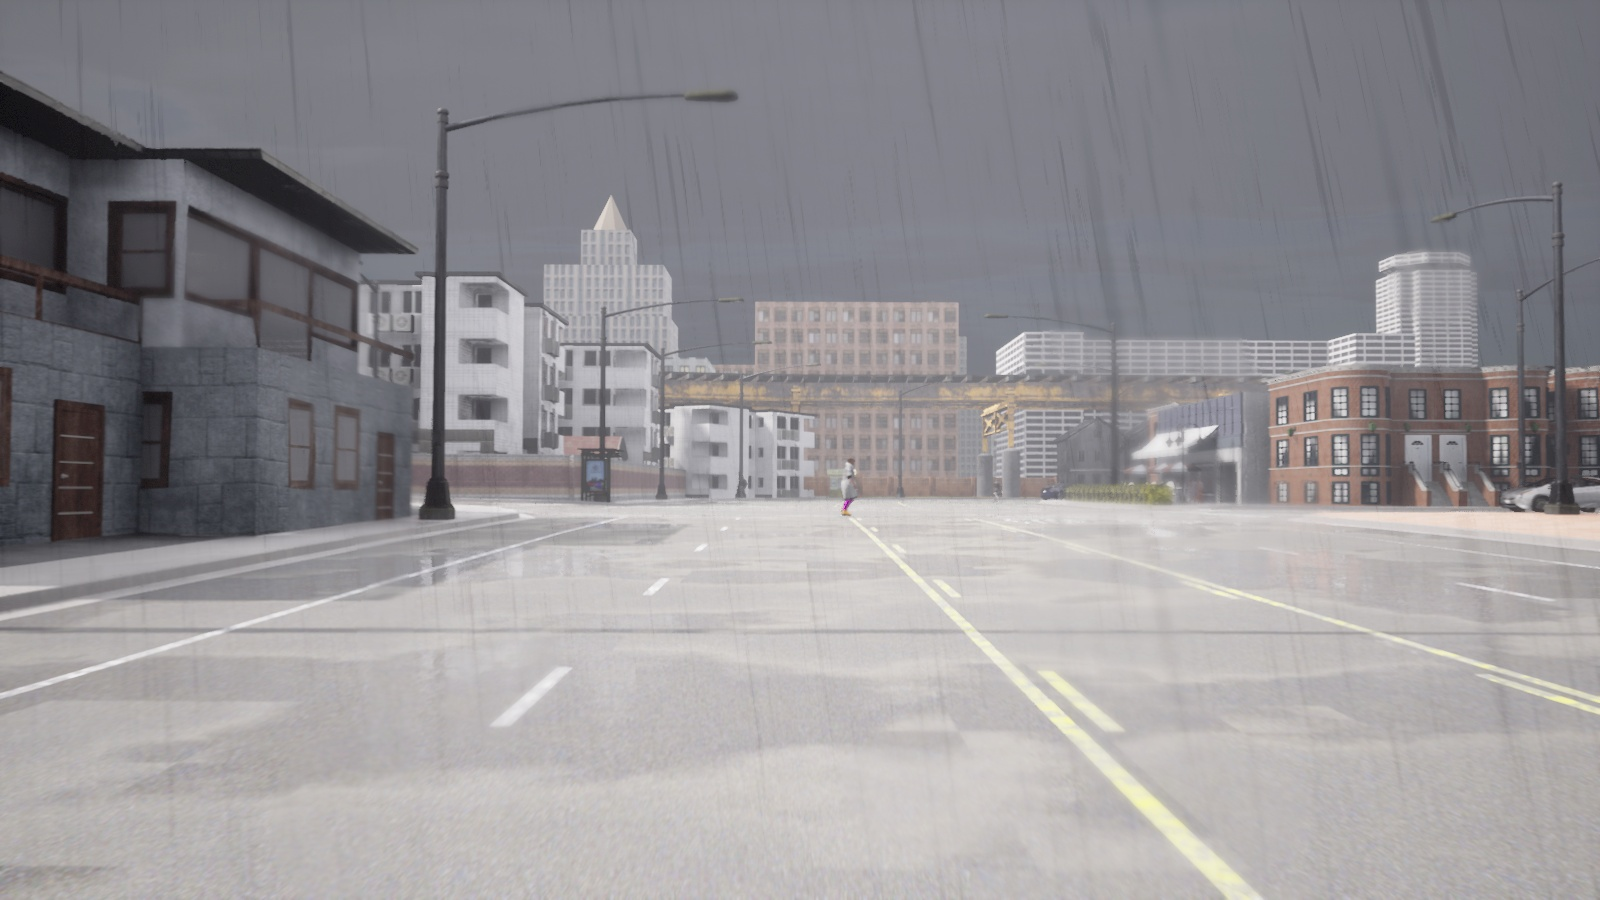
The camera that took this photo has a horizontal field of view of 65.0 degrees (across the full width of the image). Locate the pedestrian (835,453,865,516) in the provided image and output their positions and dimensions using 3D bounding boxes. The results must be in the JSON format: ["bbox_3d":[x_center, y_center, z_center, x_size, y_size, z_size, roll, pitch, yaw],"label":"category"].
[{"bbox_3d":[1.561,1.095,39.567,0.873,1.952,0.659,0,-2,-4],"label":"pedestrian"}]

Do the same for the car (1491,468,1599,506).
[{"bbox_3d":[30.928,1.506,51.062,4.514,1.525,2.007,0,-2,1],"label":"car"}]
